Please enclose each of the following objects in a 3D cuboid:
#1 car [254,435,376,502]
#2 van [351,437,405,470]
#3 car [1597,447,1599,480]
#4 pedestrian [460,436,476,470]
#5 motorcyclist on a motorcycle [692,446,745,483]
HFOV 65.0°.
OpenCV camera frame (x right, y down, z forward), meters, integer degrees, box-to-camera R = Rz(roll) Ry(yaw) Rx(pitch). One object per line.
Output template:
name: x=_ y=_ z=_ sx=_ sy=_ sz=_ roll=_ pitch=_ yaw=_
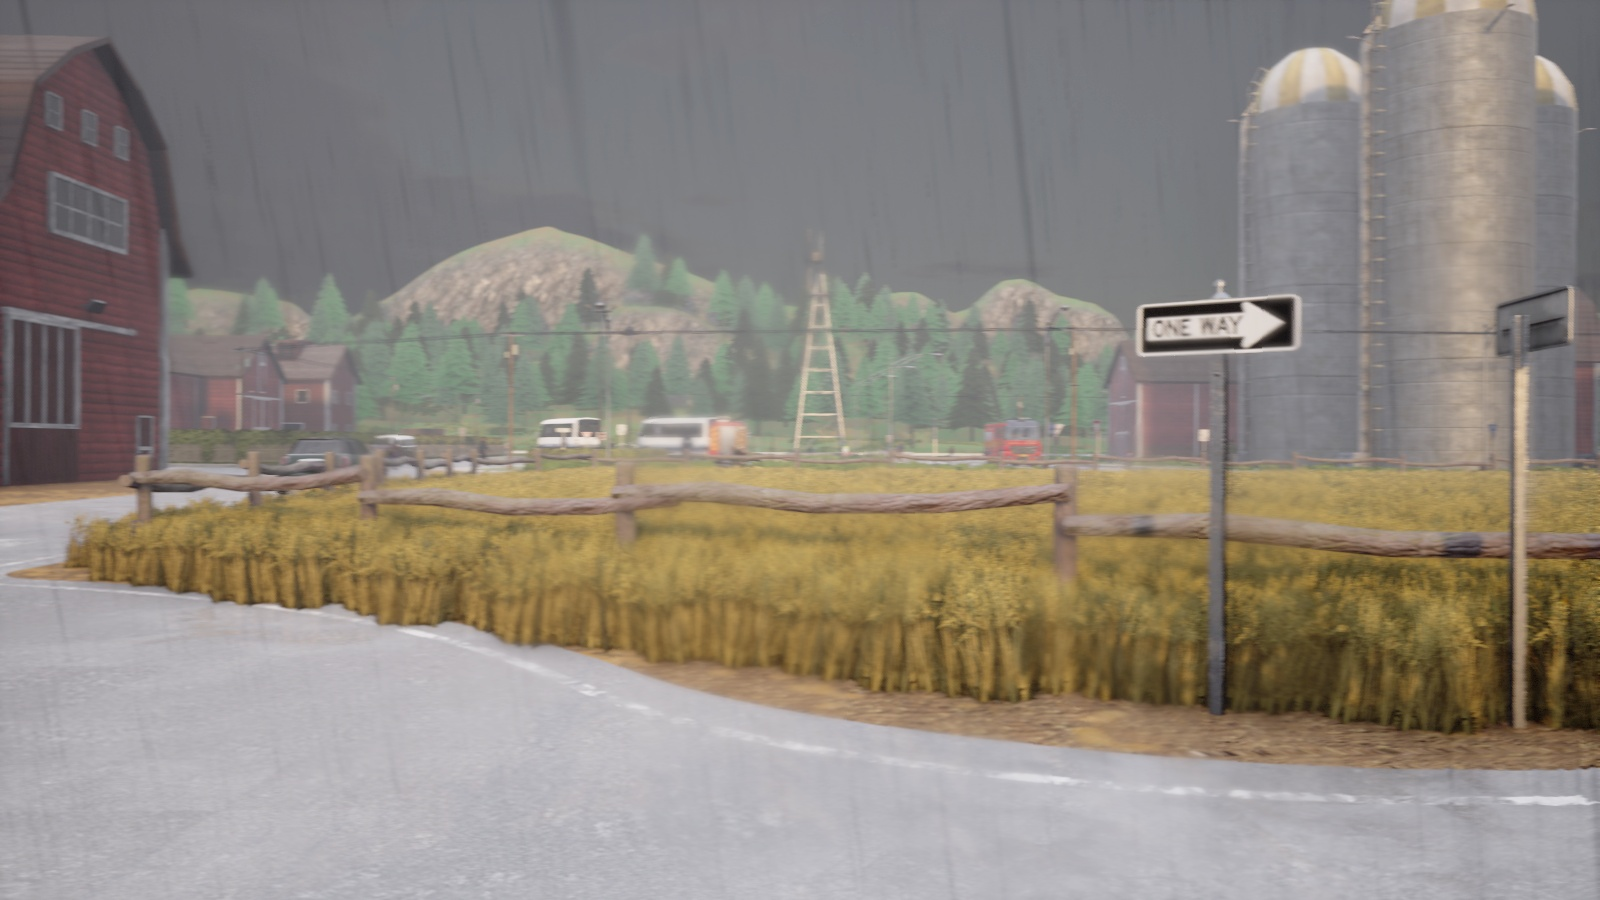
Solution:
car: x=-13.622 y=0.480 z=35.573 sx=2.097 sy=1.767 sz=4.553 roll=0 pitch=0 yaw=-6
van: x=-26.833 y=0.199 z=79.954 sx=2.069 sy=2.038 sz=4.480 roll=0 pitch=0 yaw=-3
car: x=37.169 y=0.589 z=54.596 sx=3.806 sy=1.475 sz=1.970 roll=0 pitch=0 yaw=-3
pedestrian: x=-18.711 y=0.167 z=70.739 sx=0.788 sy=1.949 sz=0.423 roll=0 pitch=0 yaw=21
motorcyclist on a motorcycle: x=-3.425 y=0.617 z=52.854 sx=2.191 sy=1.530 sz=0.866 roll=0 pitch=0 yaw=-3
